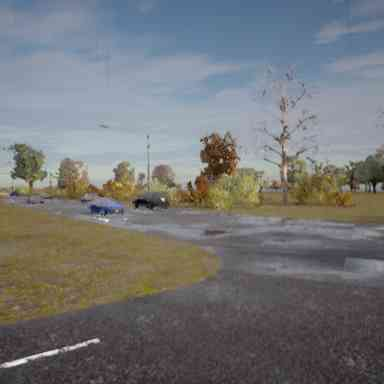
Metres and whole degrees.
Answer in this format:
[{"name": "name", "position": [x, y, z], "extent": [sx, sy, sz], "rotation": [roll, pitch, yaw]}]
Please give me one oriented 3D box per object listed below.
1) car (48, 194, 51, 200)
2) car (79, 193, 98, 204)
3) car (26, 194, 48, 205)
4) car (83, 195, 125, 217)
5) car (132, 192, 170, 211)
[{"name": "car", "position": [-33.382, 1.038, 75.375], "extent": [1.994, 1.385, 4.181], "rotation": [-1, 1, -37]}, {"name": "car", "position": [-16.123, 1.004, 52.520], "extent": [2.097, 1.767, 4.553], "rotation": [-1, 1, -37]}, {"name": "car", "position": [-24.705, 1.230, 52.179], "extent": [2.033, 1.411, 5.357], "rotation": [-1, 1, -37]}, {"name": "car", "position": [-7.785, 1.297, 29.865], "extent": [1.882, 1.535, 5.008], "rotation": [-1, 1, -37]}, {"name": "car", "position": [-4.628, 0.967, 37.297], "extent": [2.150, 2.045, 5.566], "rotation": [-1, 1, -37]}]
